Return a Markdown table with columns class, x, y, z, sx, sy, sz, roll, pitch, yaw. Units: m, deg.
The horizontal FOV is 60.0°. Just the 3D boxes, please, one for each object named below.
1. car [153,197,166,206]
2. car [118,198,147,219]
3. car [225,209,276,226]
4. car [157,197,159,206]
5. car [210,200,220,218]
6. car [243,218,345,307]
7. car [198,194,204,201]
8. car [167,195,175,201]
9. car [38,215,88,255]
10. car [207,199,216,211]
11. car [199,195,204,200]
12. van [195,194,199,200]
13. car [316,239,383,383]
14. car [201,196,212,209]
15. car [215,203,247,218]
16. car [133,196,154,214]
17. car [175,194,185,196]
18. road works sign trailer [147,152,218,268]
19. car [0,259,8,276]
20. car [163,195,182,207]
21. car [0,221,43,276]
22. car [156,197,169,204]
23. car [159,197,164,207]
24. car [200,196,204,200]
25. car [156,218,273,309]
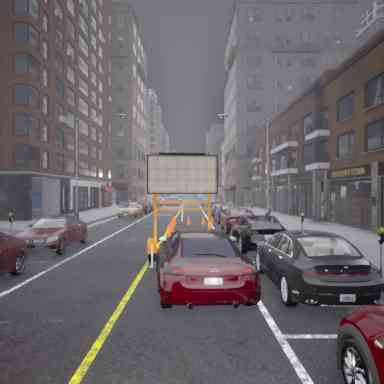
| class | x | y | z | sx | sy | sz | roll | pitch | yaw |
| --- | --- | --- | --- | --- | --- | --- | --- | --- | --- |
| car | -5.511 | 1.559 | 57.257 | 1.752 | 1.417 | 4.829 | 0 | 0 | 0 |
| car | -5.448 | 1.539 | 29.668 | 1.752 | 1.417 | 4.829 | 0 | 0 | 0 |
| car | 2.608 | 1.569 | 13.302 | 1.947 | 1.339 | 4.313 | 0 | 0 | 0 |
| car | -5.476 | 1.604 | 40.872 | 1.802 | 1.307 | 4.206 | 0 | 0 | 0 |
| car | 2.584 | 1.561 | 24.340 | 2.008 | 1.369 | 4.403 | 0 | 0 | 0 |
| car | 2.620 | 1.551 | 7.784 | 2.008 | 1.369 | 4.403 | 0 | 0 | 0 |
| car | 2.514 | 1.474 | 57.453 | 1.967 | 1.590 | 4.097 | 0 | 0 | 0 |
| car | -5.581 | 1.606 | 90.027 | 2.008 | 1.369 | 4.403 | 0 | 0 | 0 |
| car | -5.417 | 1.585 | 13.281 | 1.802 | 1.307 | 4.206 | 0 | 0 | 0 |
| car | 2.573 | 1.596 | 29.859 | 1.802 | 1.307 | 4.206 | 0 | 0 | 0 |
| car | 2.525 | 1.612 | 51.934 | 1.802 | 1.307 | 4.206 | 0 | 0 | 0 |
| van | 2.444 | 1.396 | 90.053 | 1.690 | 1.788 | 3.998 | 0 | 0 | 0 |
| car | 2.632 | 1.440 | 2.265 | 1.967 | 1.590 | 4.097 | 0 | 0 | 0 |
| car | 2.549 | 1.573 | 40.897 | 2.008 | 1.369 | 4.403 | 0 | 0 | 0 |
| car | 2.596 | 1.551 | 18.821 | 1.887 | 1.381 | 4.507 | 0 | 0 | 0 |
| car | -5.464 | 1.333 | 35.354 | 2.192 | 1.841 | 5.009 | 0 | 0 | 0 |
| car | -2.896 | 1.593 | 67.990 | 2.033 | 1.411 | 5.357 | 0 | 0 | 0 |
| road works sign trailer | -0.340 | 0.467 | 11.392 | 2.380 | 3.560 | 2.880 | 0 | 0 | -6 |
| car | -2.851 | 1.477 | 0.904 | 1.882 | 1.535 | 5.008 | 0 | 0 | 0 |
| car | -2.953 | 1.594 | 51.719 | 1.994 | 1.385 | 4.181 | 0 | 0 | 0 |
| car | -5.405 | 1.583 | 7.763 | 1.802 | 1.307 | 4.206 | 0 | 0 | 0 |
| car | -5.523 | 1.588 | 62.946 | 2.008 | 1.369 | 4.403 | 0 | 0 | 0 |
| car | -5.500 | 1.470 | 51.910 | 1.967 | 1.590 | 4.097 | 0 | 0 | 0 |
| car | 2.537 | 1.577 | 46.415 | 2.008 | 1.369 | 4.403 | 0 | 0 | 0 |
| car | 0.177 | 1.557 | 7.928 | 1.994 | 1.385 | 4.181 | 1 | 0 | -6 |
